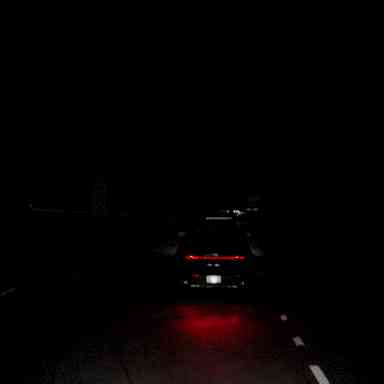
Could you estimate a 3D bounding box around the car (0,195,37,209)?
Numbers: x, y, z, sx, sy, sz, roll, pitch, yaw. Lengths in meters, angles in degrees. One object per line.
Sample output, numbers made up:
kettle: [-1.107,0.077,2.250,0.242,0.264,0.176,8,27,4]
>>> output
car: [-18.336,1.008,33.745,4.718,1.301,1.895,2,-1,10]

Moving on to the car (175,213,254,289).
car: [0.618,1.570,9.362,1.837,1.490,4.892,0,0,4]

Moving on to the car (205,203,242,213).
car: [1.739,1.630,19.851,2.128,1.511,4.902,0,-1,7]

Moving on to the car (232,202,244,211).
car: [6.682,2.241,51.326,1.994,1.385,4.181,-1,-1,20]

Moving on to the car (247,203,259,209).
car: [12.254,2.569,66.373,2.033,1.411,5.357,-1,-1,19]

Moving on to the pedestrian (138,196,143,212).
pedestrian: [-5.898,1.351,37.916,0.375,1.860,0.375,0,-4,10]
